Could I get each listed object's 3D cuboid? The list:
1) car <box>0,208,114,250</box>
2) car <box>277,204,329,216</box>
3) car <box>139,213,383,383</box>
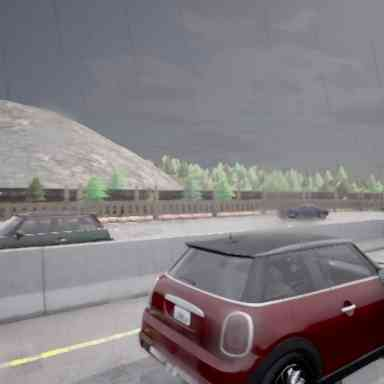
[{"bbox_3d":[-4.515,1.348,9.361,4.553,1.767,2.097,0,0,-35],"label":"car"},{"bbox_3d":[9.262,1.709,27.670,4.718,1.301,1.895,0,0,-35],"label":"car"},{"bbox_3d":[1.618,1.370,4.854,4.553,1.767,2.097,0,0,-36],"label":"car"}]
